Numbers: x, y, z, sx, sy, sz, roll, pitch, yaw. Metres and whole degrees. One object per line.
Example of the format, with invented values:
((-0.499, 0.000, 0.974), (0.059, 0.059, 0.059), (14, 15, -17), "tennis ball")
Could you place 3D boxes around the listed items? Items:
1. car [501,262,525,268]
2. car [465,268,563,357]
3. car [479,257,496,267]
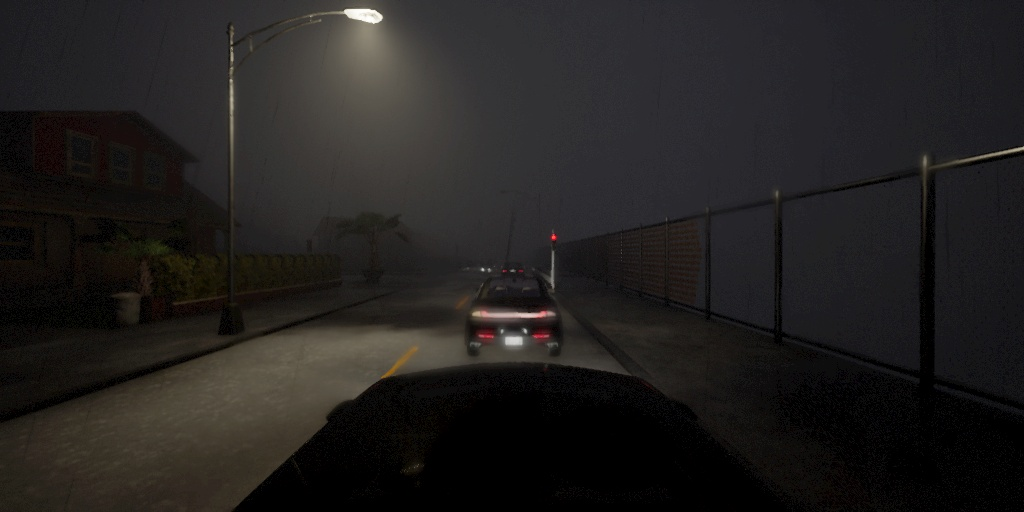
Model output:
((0.077, 1.166, 29.464), (2.033, 1.411, 5.357), (0, 0, 0), "car")
((0.052, 1.210, 8.470), (2.128, 1.511, 4.902), (0, 0, 0), "car")
((-4.086, 0.979, 57.349), (2.128, 1.511, 4.902), (0, 0, 0), "car")
